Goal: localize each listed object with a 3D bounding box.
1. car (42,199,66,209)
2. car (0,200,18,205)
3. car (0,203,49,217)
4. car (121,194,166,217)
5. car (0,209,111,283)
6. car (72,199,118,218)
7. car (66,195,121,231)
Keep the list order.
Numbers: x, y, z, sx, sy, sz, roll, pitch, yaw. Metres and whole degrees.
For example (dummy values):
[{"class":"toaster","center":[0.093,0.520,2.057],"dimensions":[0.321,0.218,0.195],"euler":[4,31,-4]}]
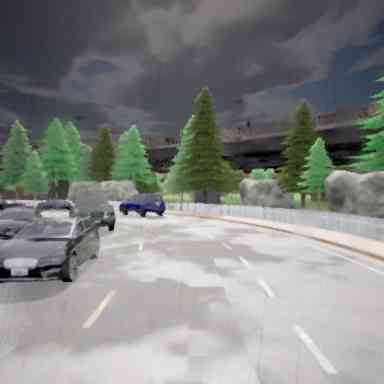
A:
[{"class":"car","center":[-16.880,1.547,40.789],"dimensions":[4.181,1.385,1.994],"euler":[0,0,25]},{"class":"car","center":[-22.145,1.591,39.113],"dimensions":[4.718,1.301,1.895],"euler":[0,0,19]},{"class":"car","center":[-8.413,1.500,16.329],"dimensions":[1.837,1.490,4.892],"euler":[0,0,-18]},{"class":"car","center":[-4.682,1.201,31.355],"dimensions":[2.150,2.045,5.566],"euler":[0,0,-39]},{"class":"car","center":[-3.957,1.488,9.738],"dimensions":[2.128,1.511,4.902],"euler":[0,0,-4]},{"class":"car","center":[-9.147,1.476,31.090],"dimensions":[2.128,1.511,4.902],"euler":[0,0,-43]},{"class":"car","center":[-6.146,1.211,20.232],"dimensions":[2.150,2.045,5.566],"euler":[0,0,-24]}]
